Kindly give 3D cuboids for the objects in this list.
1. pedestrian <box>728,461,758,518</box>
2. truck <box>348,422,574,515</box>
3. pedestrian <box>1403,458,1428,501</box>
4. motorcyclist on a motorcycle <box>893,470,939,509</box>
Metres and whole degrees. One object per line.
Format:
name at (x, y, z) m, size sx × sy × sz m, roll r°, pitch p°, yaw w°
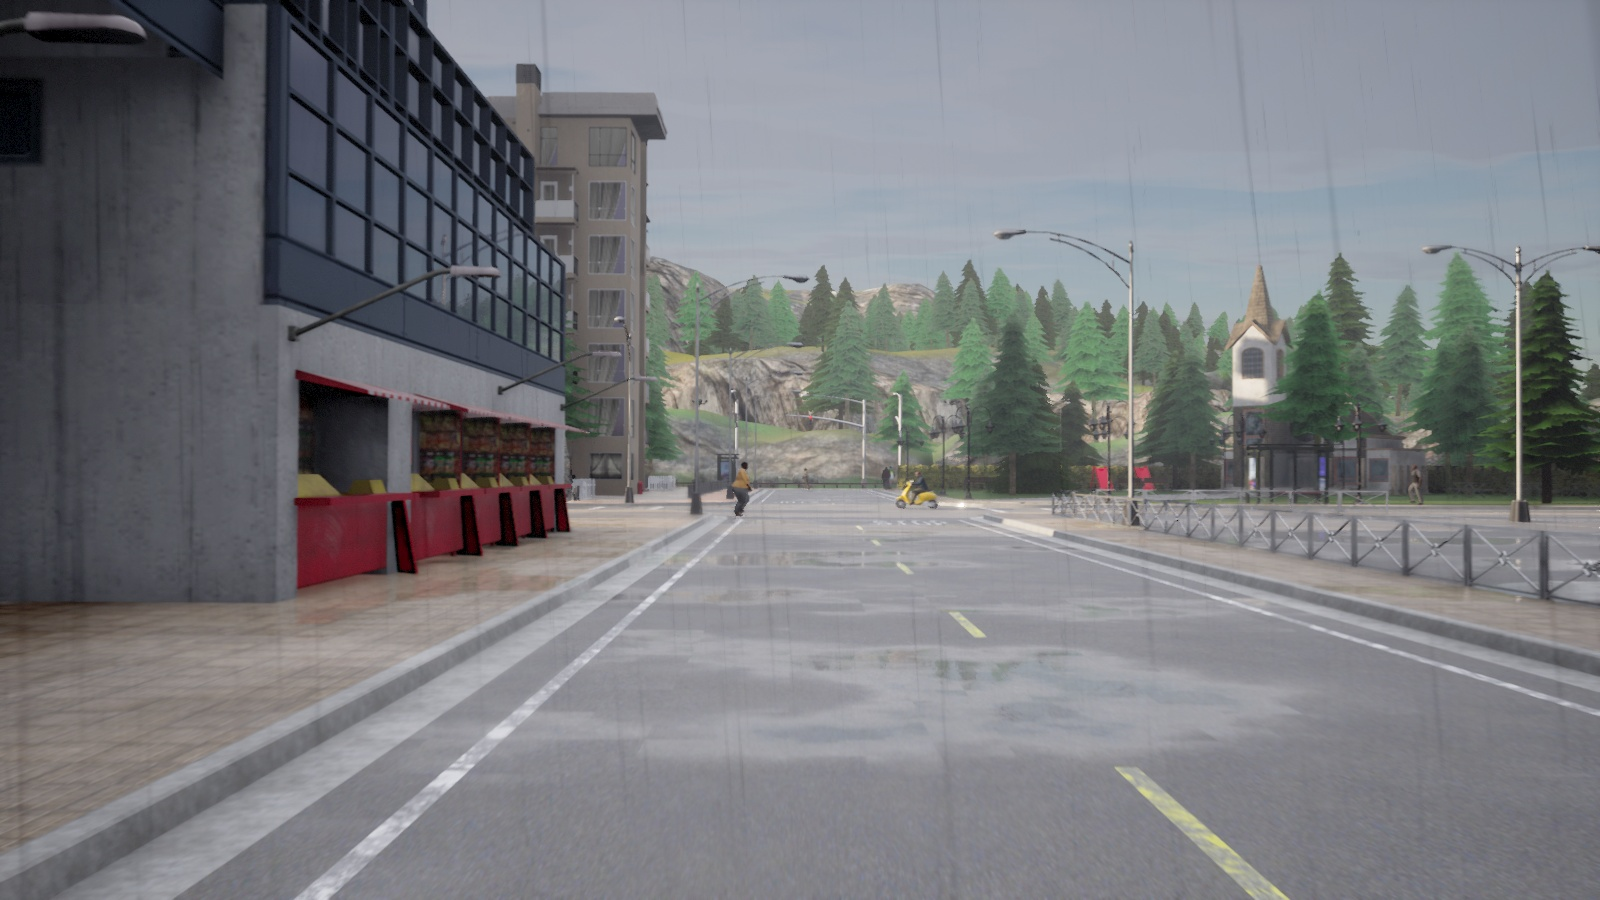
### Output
pedestrian at (-1.902, 1.290, 41.643) m, size 0.900 × 1.855 × 0.874 m, roll 0°, pitch -1°, yaw -10°
truck at (-12.943, 0.710, 48.432) m, size 7.936 × 3.462 × 2.891 m, roll 0°, pitch -1°, yaw -1°
pedestrian at (27.398, 1.312, 55.905) m, size 0.849 × 1.883 × 0.563 m, roll 0°, pitch -1°, yaw -3°
motorcyclist on a motorcycle at (4.812, 1.634, 52.140) m, size 1.817 × 1.590 × 0.866 m, roll 0°, pitch -1°, yaw -1°
